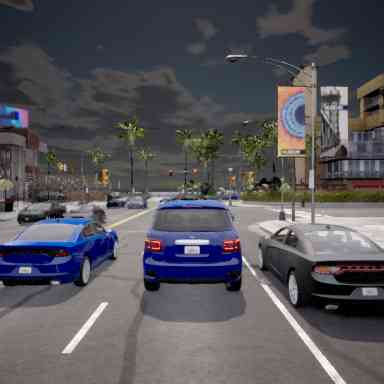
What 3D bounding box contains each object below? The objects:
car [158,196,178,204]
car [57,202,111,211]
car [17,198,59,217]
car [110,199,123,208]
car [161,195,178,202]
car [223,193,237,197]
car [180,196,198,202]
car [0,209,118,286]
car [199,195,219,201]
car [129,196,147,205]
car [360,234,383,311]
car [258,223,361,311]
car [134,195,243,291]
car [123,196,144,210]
[{"bbox_3d":[-4.720,1.548,66.281,2.033,1.411,5.357,0,0,18],"label":"car"},{"bbox_3d":[-7.128,1.564,22.411,1.994,1.385,4.181,0,0,0],"label":"car"},{"bbox_3d":[-10.630,1.477,23.943,1.882,1.535,5.008,0,0,0],"label":"car"},{"bbox_3d":[-10.578,1.601,46.736,1.895,1.301,4.718,0,0,1],"label":"car"},{"bbox_3d":[-5.029,1.524,74.625,1.812,1.442,4.674,0,0,26],"label":"car"},{"bbox_3d":[9.465,1.225,86.705,5.566,2.045,2.150,0,0,-40],"label":"car"},{"bbox_3d":[-0.676,1.595,75.215,1.895,1.301,4.718,0,0,29],"label":"car"},{"bbox_3d":[-3.455,1.478,9.404,1.882,1.535,5.008,0,0,0],"label":"car"},{"bbox_3d":[4.407,1.540,86.979,5.357,1.411,2.033,0,0,-43],"label":"car"},{"bbox_3d":[-9.788,1.526,60.407,1.812,1.442,4.674,0,0,10],"label":"car"},{"bbox_3d":[3.039,1.354,1.486,2.185,1.767,4.553,0,0,0],"label":"car"},{"bbox_3d":[2.891,1.480,7.911,2.097,1.535,5.008,0,0,0],"label":"car"},{"bbox_3d":[0.038,1.221,9.152,2.150,2.045,5.566,0,0,1],"label":"car"},{"bbox_3d":[-7.091,1.351,43.272,2.097,1.767,4.553,0,0,1],"label":"car"}]
